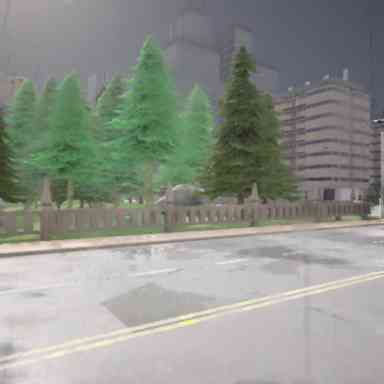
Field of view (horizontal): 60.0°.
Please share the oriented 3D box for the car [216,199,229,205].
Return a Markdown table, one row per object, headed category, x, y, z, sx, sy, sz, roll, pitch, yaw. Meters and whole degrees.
| category | x | y | z | sx | sy | sz | roll | pitch | yaw |
| --- | --- | --- | --- | --- | --- | --- | --- | --- | --- |
| car | 6.139 | 1.854 | 64.918 | 1.994 | 1.385 | 4.181 | 1 | 0 | -32 |
